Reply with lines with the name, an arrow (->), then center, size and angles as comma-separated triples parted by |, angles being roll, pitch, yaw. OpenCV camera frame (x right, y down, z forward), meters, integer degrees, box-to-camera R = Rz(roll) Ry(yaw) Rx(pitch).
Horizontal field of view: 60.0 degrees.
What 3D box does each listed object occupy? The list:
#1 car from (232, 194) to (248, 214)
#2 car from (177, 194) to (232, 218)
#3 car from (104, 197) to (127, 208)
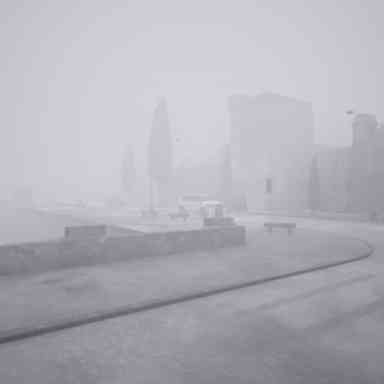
car -> 3.309, 1.195, 34.317 | 2.150, 2.045, 5.566 | 0, 0, -36
car -> 0.785, 1.199, 30.605 | 2.150, 2.045, 5.566 | 0, 0, -36
car -> -10.830, 1.485, 46.913 | 1.837, 1.490, 4.892 | 0, 0, -35
